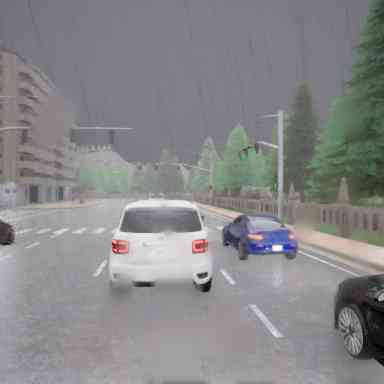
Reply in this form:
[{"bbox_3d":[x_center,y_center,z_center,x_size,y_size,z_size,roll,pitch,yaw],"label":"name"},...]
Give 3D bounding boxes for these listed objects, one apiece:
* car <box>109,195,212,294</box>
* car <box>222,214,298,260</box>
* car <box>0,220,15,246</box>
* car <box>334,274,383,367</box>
[{"bbox_3d":[-0.798,1.221,8.969,2.150,2.045,5.566,0,0,-5],"label":"car"},{"bbox_3d":[2.348,1.526,12.328,1.812,1.442,4.674,0,0,-6],"label":"car"},{"bbox_3d":[-8.395,1.564,12.501,1.994,1.385,4.181,0,0,-7],"label":"car"},{"bbox_3d":[3.123,1.492,3.100,2.128,1.511,4.902,0,0,-3],"label":"car"}]
